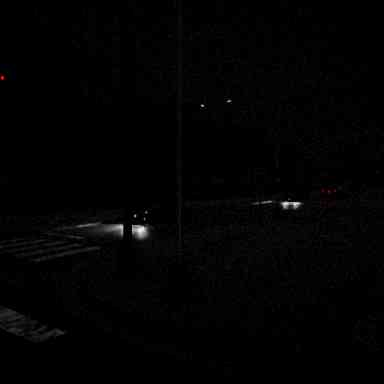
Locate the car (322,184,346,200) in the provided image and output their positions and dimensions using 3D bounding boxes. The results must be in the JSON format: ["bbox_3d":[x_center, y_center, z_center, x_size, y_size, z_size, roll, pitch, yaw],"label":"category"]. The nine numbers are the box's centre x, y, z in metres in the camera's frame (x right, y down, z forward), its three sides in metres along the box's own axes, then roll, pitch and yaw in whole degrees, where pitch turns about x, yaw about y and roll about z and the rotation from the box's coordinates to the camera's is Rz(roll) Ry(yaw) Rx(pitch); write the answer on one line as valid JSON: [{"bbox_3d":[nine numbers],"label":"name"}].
[{"bbox_3d":[19.002,-0.017,44.520,2.150,2.045,5.566,0,2,35],"label":"car"}]

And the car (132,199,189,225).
[{"bbox_3d":[-2.012,1.093,20.023,1.994,1.385,4.181,0,2,35],"label":"car"}]

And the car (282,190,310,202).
[{"bbox_3d":[12.899,0.436,40.968,2.033,1.411,5.357,0,2,36],"label":"car"}]
